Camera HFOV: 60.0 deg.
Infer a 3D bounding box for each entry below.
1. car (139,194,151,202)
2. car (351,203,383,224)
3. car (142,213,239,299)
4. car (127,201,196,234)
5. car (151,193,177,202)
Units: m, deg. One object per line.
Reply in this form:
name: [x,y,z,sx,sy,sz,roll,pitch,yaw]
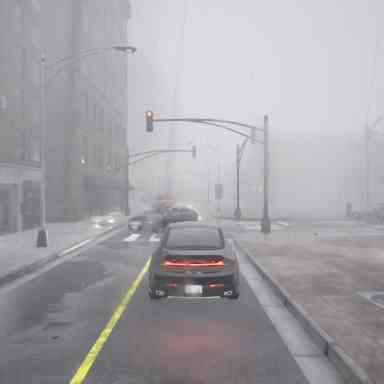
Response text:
car: [-8.388,1.295,70.081,5.566,2.045,2.150,0,0,9]
car: [13.689,1.509,23.806,4.181,1.385,1.994,0,0,0]
car: [0.060,1.505,8.409,1.837,1.490,4.892,0,0,1]
car: [-1.545,1.494,18.671,2.128,1.511,4.902,-1,0,33]
car: [-2.827,1.232,36.506,2.150,2.045,5.566,0,0,1]
